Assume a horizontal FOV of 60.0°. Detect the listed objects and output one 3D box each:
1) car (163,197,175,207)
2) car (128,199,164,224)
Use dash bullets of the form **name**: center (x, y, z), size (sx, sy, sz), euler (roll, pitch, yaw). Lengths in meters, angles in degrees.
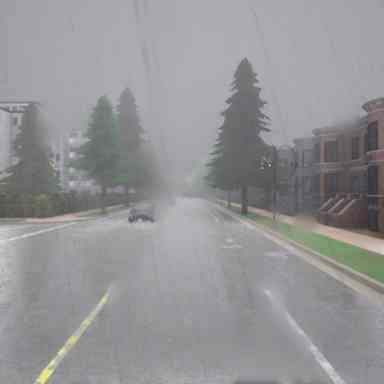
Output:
- **car**: center (-3.621, 1.489, 51.544), size (2.128, 1.511, 4.902), euler (0, 0, 0)
- **car**: center (-3.561, 1.549, 25.454), size (2.033, 1.411, 5.357), euler (0, 0, 0)
